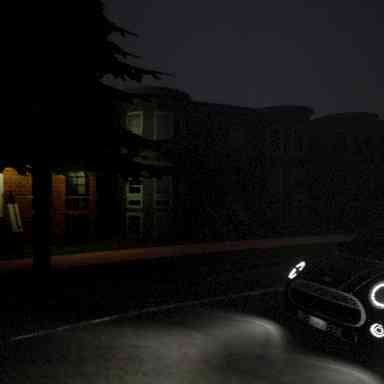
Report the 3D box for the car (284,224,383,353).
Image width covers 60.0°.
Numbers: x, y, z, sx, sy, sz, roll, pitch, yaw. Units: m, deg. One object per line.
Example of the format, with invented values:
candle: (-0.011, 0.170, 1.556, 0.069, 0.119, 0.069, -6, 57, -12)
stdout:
car: (3.882, 1.384, 6.022, 4.553, 1.767, 2.097, 0, 0, -27)
